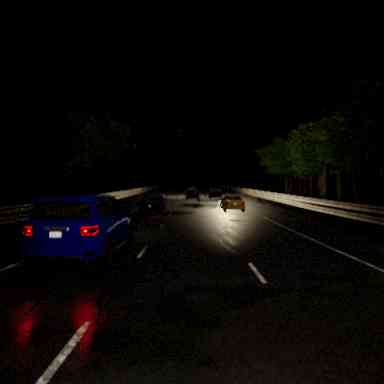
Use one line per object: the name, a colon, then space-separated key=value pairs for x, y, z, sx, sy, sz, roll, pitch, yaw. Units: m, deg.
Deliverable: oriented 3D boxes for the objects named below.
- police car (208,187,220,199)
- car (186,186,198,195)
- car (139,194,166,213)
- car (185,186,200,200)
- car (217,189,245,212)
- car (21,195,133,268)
police car: x=3.483 y=0.131 z=49.967 sx=1.930 sy=1.638 sz=5.238 roll=0 pitch=2 yaw=0
car: x=-0.026 y=-0.355 z=64.086 sx=2.128 sy=1.511 sz=4.902 roll=0 pitch=2 yaw=0
car: x=-3.413 y=0.909 z=29.332 sx=1.882 sy=1.535 sz=5.008 roll=0 pitch=2 yaw=0
car: x=0.078 y=0.254 z=48.082 sx=1.882 sy=1.535 sz=5.008 roll=0 pitch=2 yaw=0
car: x=3.564 y=0.876 z=29.693 sx=1.801 sy=1.575 sz=5.366 roll=0 pitch=2 yaw=0
car: x=-3.406 y=1.112 z=10.975 sx=2.150 sy=2.045 sz=5.566 roll=0 pitch=1 yaw=0
